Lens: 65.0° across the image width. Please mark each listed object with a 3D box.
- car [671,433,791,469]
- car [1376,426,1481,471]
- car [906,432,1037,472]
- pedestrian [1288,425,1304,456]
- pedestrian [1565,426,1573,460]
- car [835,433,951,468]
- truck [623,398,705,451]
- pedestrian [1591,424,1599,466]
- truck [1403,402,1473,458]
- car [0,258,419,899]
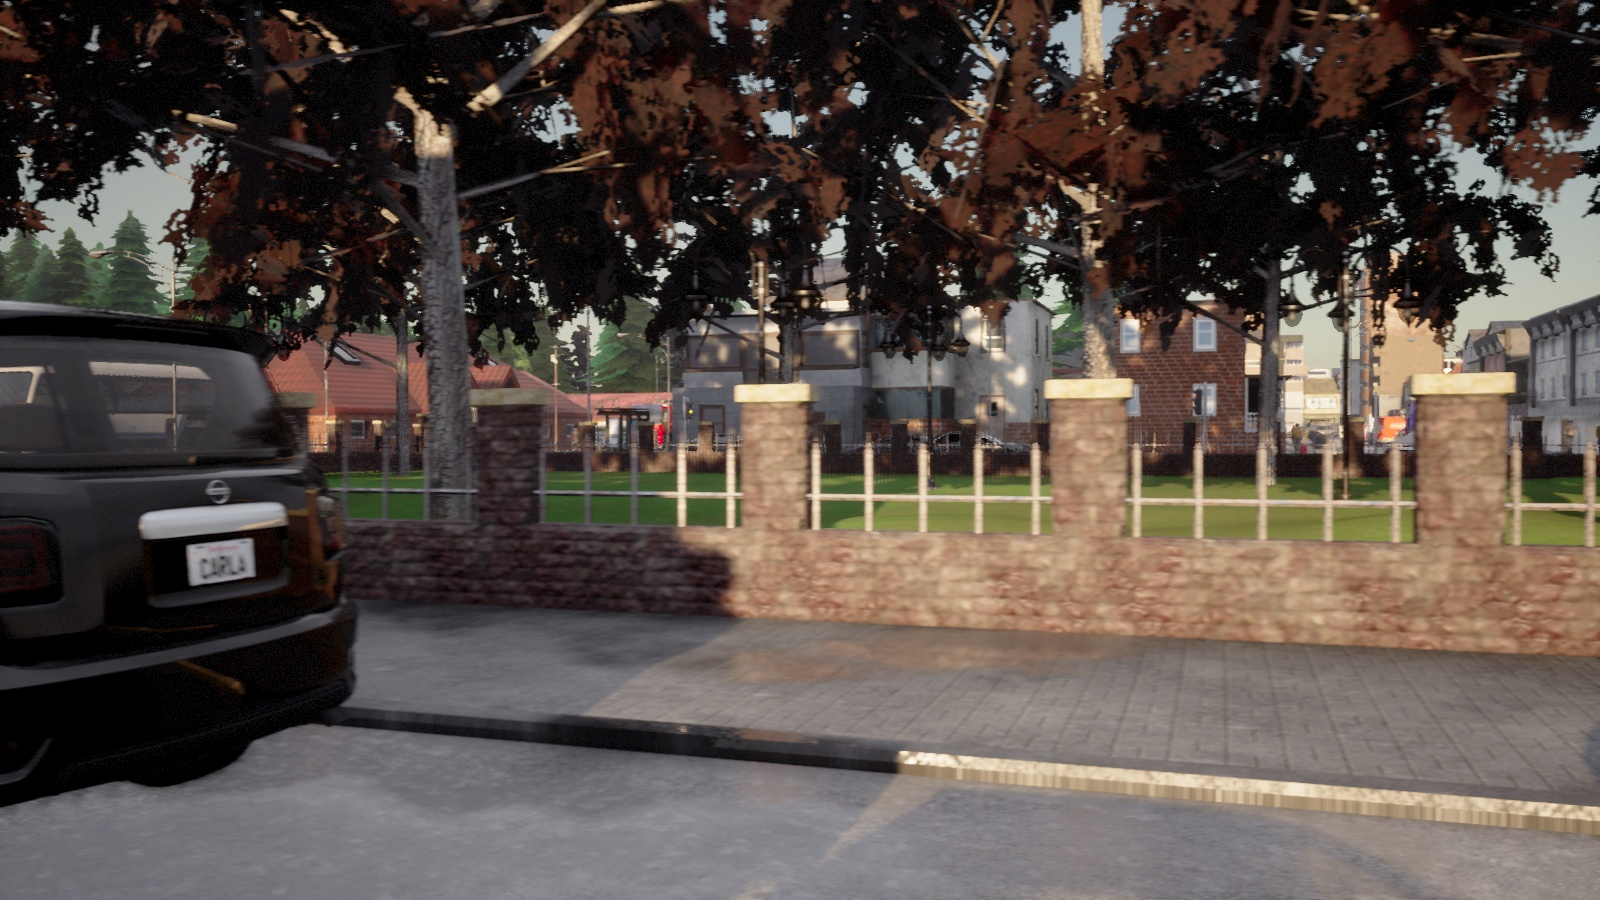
[{"bbox_3d":[-2.854,0.003,52.353,4.674,1.442,1.812,0,1,15],"label":"car"},{"bbox_3d":[24.750,-0.093,49.381,5.027,1.651,2.152,-1,2,-44],"label":"car"},{"bbox_3d":[6.723,0.069,49.163,4.892,1.490,1.837,0,1,16],"label":"car"},{"bbox_3d":[30.488,-0.586,77.208,0.874,1.855,0.900,1,1,18],"label":"pedestrian"},{"bbox_3d":[41.349,-0.389,67.512,0.345,1.836,0.594,1,1,28],"label":"pedestrian"},{"bbox_3d":[4.031,-0.003,54.375,4.674,1.442,1.812,1,1,19],"label":"car"},{"bbox_3d":[-10.217,-1.908,95.632,2.891,3.827,8.468,1,1,19],"label":"truck"},{"bbox_3d":[35.433,-0.221,55.615,0.709,1.840,0.431,0,1,-36],"label":"pedestrian"},{"bbox_3d":[41.253,-1.305,81.461,2.891,3.462,7.936,1,1,19],"label":"truck"},{"bbox_3d":[-4.625,0.444,5.276,5.566,2.045,2.150,1,1,18],"label":"car"}]
